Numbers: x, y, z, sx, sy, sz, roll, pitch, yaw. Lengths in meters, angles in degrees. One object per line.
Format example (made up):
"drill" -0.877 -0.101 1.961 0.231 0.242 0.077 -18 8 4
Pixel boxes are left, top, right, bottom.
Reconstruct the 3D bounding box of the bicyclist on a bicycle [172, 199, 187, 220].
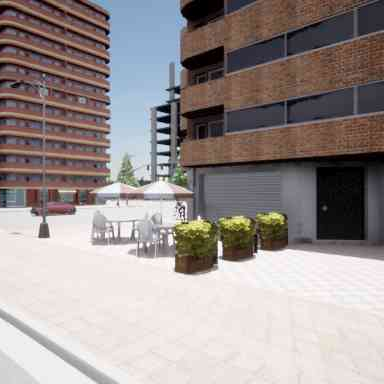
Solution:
"bicyclist on a bicycle" -0.968 1.356 25.431 1.656 1.620 0.582 0 0 41

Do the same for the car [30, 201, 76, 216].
"car" -13.650 1.619 32.927 1.994 1.385 4.181 0 0 42
